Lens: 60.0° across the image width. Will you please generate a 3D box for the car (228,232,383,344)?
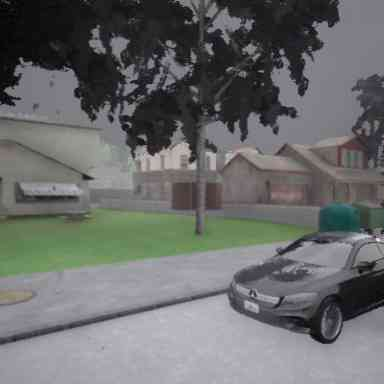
[{"bbox_3d":[2.827,1.568,6.625,4.674,1.442,1.812,0,0,-36],"label":"car"}]
